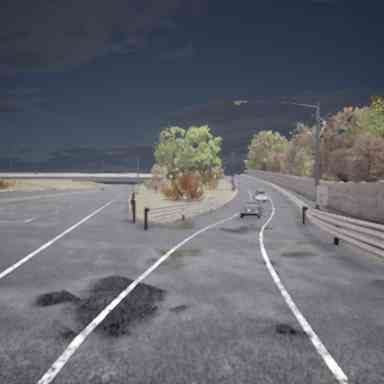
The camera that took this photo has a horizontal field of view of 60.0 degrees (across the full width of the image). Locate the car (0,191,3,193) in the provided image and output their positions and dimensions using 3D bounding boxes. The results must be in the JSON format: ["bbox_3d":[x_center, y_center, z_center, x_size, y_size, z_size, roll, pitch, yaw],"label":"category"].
[{"bbox_3d":[-32.413,0.540,55.168,2.128,1.511,4.902,0,1,-10],"label":"car"}]

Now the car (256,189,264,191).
[{"bbox_3d":[13.606,0.153,66.744,1.837,1.490,4.892,0,4,9],"label":"car"}]

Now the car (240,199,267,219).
[{"bbox_3d":[5.700,1.690,31.557,2.033,1.411,5.357,1,0,16],"label":"car"}]

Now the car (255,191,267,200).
[{"bbox_3d":[11.788,0.971,56.856,1.895,1.301,4.718,0,3,11],"label":"car"}]
